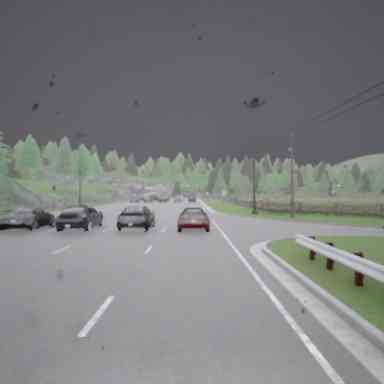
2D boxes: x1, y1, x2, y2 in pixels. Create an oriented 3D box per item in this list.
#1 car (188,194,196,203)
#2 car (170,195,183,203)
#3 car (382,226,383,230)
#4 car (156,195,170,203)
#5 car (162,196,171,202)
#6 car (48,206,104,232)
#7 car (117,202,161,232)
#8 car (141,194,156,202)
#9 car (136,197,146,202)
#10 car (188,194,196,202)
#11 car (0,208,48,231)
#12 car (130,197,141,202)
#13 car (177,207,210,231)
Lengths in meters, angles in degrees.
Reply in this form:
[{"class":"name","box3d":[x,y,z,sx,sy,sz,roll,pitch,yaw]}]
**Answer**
[{"class":"car","box3d":[-0.003,1.930,81.195,1.837,1.490,4.892,0,0,0]},{"class":"car","box3d":[-3.503,1.980,81.194,2.033,1.411,5.357,0,0,0]},{"class":"car","box3d":[13.189,1.645,17.570,5.357,1.411,2.033,0,0,37]},{"class":"car","box3d":[-7.003,1.907,81.194,1.882,1.535,5.008,0,0,0]},{"class":"car","box3d":[-7.003,1.816,91.615,1.882,1.535,5.008,0,0,0]},{"class":"car","box3d":[-6.900,1.622,20.877,1.837,1.490,4.892,0,0,0]},{"class":"car","box3d":[-3.401,1.608,20.839,2.128,1.511,4.902,0,0,0]},{"class":"car","box3d":[-10.503,1.965,81.194,2.128,1.511,4.902,0,0,0]},{"class":"car","box3d":[-14.003,1.933,91.644,1.895,1.301,4.718,0,0,0]},{"class":"car","box3d":[-0.003,1.564,91.647,2.150,2.045,5.566,0,0,0]},{"class":"car","box3d":[-10.402,1.683,21.382,1.994,1.385,4.181,0,0,0]},{"class":"car","box3d":[-14.003,1.995,81.611,1.994,1.385,4.181,0,0,0]},{"class":"car","box3d":[0.099,1.684,21.494,1.994,1.385,4.181,0,0,0]}]
